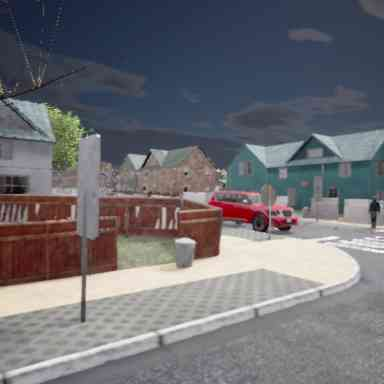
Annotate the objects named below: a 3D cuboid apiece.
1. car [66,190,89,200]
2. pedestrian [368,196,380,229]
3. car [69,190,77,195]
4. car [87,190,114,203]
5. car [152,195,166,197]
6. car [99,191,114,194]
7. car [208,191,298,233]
[{"bbox_3d":[-18.670,0.458,53.992,2.033,1.411,5.357,1,0,-35],"label":"car"},{"bbox_3d":[10.205,1.115,18.675,0.375,1.860,0.375,3,-2,-35],"label":"pedestrian"},{"bbox_3d":[-14.648,0.594,43.532,1.837,1.490,4.892,1,1,-35],"label":"car"},{"bbox_3d":[-12.616,0.614,45.586,1.882,1.535,5.008,1,0,-35],"label":"car"},{"bbox_3d":[-2.664,1.021,26.623,1.882,1.535,5.008,1,0,-35],"label":"car"},{"bbox_3d":[-8.659,0.841,35.042,1.812,1.442,4.674,1,0,-35],"label":"car"},{"bbox_3d":[3.149,0.987,18.492,2.150,2.045,5.566,1,0,-36],"label":"car"}]
